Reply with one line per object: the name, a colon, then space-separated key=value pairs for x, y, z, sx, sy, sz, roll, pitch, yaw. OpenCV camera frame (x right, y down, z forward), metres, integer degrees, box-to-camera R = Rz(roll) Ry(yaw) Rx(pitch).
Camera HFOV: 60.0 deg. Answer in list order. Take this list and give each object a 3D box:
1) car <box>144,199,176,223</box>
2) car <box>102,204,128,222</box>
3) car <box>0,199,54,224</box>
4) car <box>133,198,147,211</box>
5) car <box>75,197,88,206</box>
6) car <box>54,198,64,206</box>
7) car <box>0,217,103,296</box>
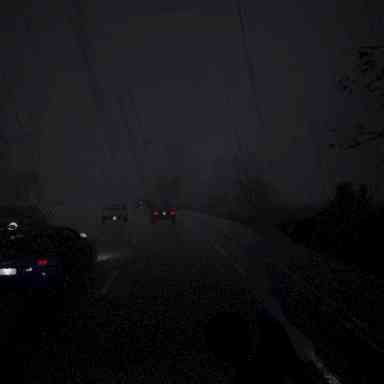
car: x=-2.438 y=1.569 z=26.129 sx=2.033 sy=1.411 sz=5.357 roll=0 pitch=0 yaw=-11
car: x=-6.093 y=1.626 z=26.659 sx=1.895 sy=1.301 sz=4.718 roll=0 pitch=0 yaw=-11
car: x=-8.100 y=1.373 z=14.929 sx=2.097 sy=1.767 sz=4.553 roll=0 pitch=0 yaw=-7
car: x=-6.338 y=1.530 z=42.331 sx=2.128 sy=1.511 sz=4.902 roll=0 pitch=0 yaw=-16
car: x=-18.487 y=1.593 z=55.402 sx=2.033 sy=1.411 sz=5.357 roll=0 pitch=0 yaw=-22
car: x=-22.025 y=1.643 z=54.761 sx=1.895 sy=1.301 sz=4.718 roll=0 pitch=0 yaw=-22
car: x=-3.837 y=1.576 z=8.709 sx=1.994 sy=1.385 sz=4.181 roll=0 pitch=0 yaw=-4
